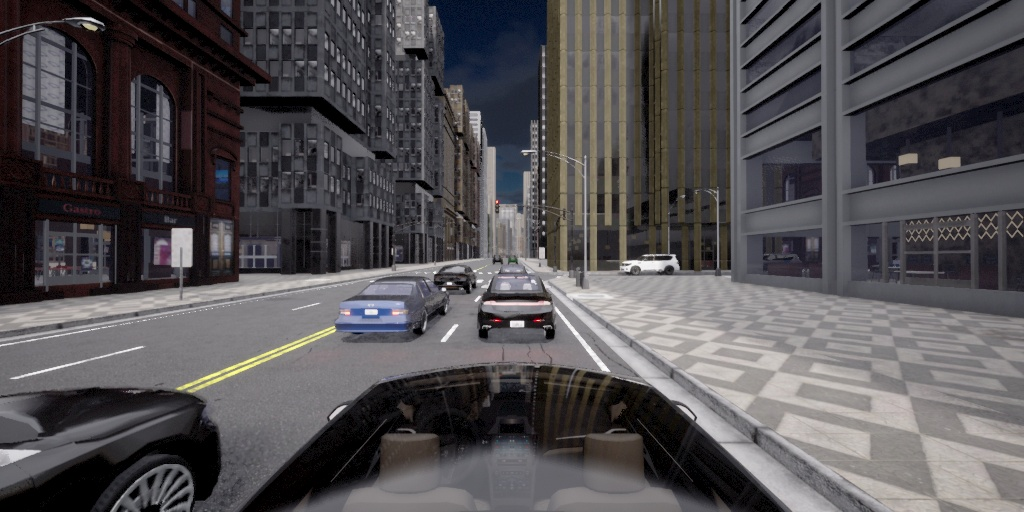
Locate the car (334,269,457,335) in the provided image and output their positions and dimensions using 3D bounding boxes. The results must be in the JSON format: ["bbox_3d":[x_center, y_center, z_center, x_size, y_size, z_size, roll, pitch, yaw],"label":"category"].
[{"bbox_3d":[-3.129,1.292,10.494,2.033,1.411,5.357,0,0,0],"label":"car"}]

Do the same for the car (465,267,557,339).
[{"bbox_3d":[0.120,1.237,10.074,2.128,1.511,4.902,0,0,0],"label":"car"}]

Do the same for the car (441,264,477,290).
[{"bbox_3d":[-3.101,1.208,20.263,1.882,1.535,5.008,0,0,0],"label":"car"}]

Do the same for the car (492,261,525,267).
[{"bbox_3d":[0.045,1.224,19.503,2.128,1.511,4.902,0,0,0],"label":"car"}]

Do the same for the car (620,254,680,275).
[{"bbox_3d":[13.737,0.855,35.829,5.566,2.045,2.150,0,0,0],"label":"car"}]

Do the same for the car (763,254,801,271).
[{"bbox_3d":[25.653,0.806,35.826,5.566,2.045,2.150,0,0,0],"label":"car"}]

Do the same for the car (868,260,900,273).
[{"bbox_3d":[38.996,1.078,35.804,5.357,1.411,2.033,0,0,0],"label":"car"}]

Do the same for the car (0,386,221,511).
[{"bbox_3d":[-3.149,1.241,0.751,2.128,1.511,4.902,0,0,0],"label":"car"}]
